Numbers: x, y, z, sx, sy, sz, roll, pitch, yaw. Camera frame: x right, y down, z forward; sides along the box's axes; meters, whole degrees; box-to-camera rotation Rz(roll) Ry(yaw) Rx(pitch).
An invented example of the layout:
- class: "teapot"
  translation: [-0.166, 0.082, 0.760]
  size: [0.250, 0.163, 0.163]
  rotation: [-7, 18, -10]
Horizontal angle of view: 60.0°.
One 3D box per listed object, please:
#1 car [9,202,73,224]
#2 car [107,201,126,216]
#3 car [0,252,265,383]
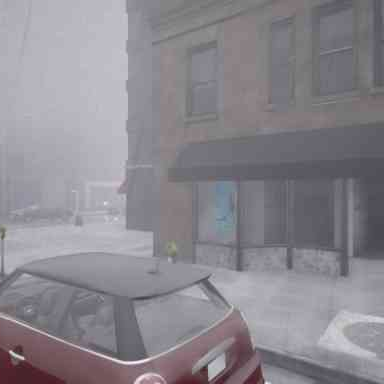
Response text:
- class: "car"
  translation: [-11.349, 1.516, 25.345]
  size: [1.812, 1.442, 4.674]
  rotation: [0, 0, 37]
- class: "car"
  translation: [-6.225, 1.556, 32.622]
  size: [1.994, 1.385, 4.181]
  rotation: [0, 0, 35]
- class: "car"
  translation: [-1.376, 1.440, 3.830]
  size: [4.097, 1.590, 1.967]
  rotation: [0, 0, 36]
